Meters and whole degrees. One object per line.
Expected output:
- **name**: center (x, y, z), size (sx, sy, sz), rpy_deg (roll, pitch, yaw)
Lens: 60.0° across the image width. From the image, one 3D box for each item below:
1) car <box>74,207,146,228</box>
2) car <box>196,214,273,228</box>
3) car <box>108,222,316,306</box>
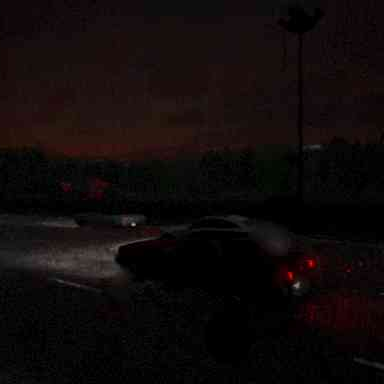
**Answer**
- **car**: center (-5.186, 1.598, 20.597), size (4.718, 1.301, 1.895), rpy_deg (0, 0, 36)
- **car**: center (0.936, 1.523, 11.927), size (4.674, 1.442, 1.812), rpy_deg (0, 0, 36)
- **car**: center (0.345, 1.599, 8.049), size (4.718, 1.301, 1.895), rpy_deg (0, 0, 36)
